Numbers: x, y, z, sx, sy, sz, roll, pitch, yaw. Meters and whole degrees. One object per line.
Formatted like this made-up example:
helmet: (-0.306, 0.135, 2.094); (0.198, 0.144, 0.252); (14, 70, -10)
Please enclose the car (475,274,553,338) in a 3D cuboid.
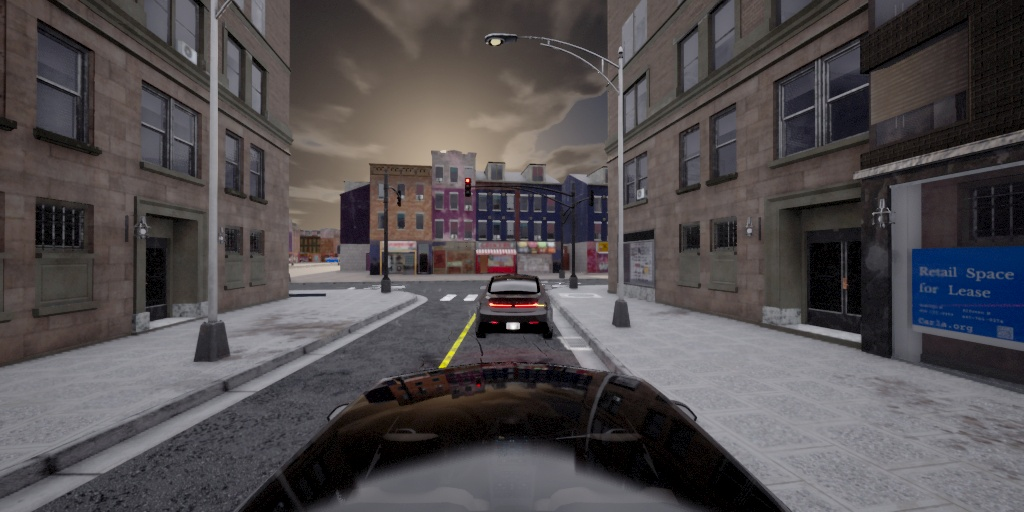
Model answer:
car: (0.096, 1.256, 10.129); (1.837, 1.490, 4.892); (0, 0, 2)
